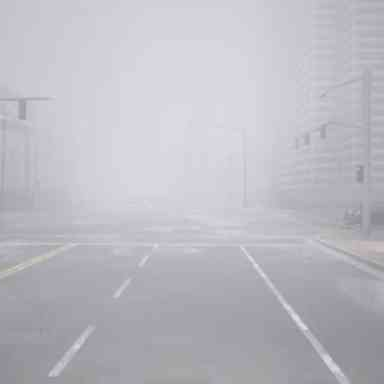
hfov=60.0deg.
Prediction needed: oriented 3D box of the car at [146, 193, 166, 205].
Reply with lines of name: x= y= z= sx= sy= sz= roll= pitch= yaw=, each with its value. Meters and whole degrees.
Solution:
car: x=-5.922 y=1.408 z=55.148 sx=1.812 sy=1.442 sz=4.674 roll=0 pitch=0 yaw=2

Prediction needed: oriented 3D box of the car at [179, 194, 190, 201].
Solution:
car: x=-1.936 y=1.374 z=75.294 sx=2.128 sy=1.511 sz=4.902 roll=0 pitch=0 yaw=1

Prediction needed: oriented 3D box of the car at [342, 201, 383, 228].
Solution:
car: x=12.114 y=1.347 z=21.096 sx=4.553 sy=1.767 sz=2.097 roll=0 pitch=0 yaw=-1

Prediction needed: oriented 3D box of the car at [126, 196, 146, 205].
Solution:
car: x=-9.420 y=1.421 z=54.946 sx=2.033 sy=1.411 sz=5.357 roll=0 pitch=0 yaw=2

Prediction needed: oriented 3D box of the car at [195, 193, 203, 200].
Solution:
car: x=1.780 y=1.033 z=85.471 sx=2.097 sy=1.767 sz=4.553 roll=0 pitch=0 yaw=1

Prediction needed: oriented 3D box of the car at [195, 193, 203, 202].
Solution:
car: x=1.563 y=1.398 z=75.220 sx=2.033 sy=1.411 sz=5.357 roll=0 pitch=0 yaw=1

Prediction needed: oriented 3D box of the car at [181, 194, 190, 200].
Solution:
car: x=-1.719 y=1.193 z=85.575 sx=2.128 sy=1.511 sz=4.902 roll=0 pitch=0 yaw=1

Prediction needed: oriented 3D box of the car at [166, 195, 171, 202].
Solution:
car: x=-5.535 y=1.356 z=70.635 sx=1.837 sy=1.490 sz=4.892 roll=0 pitch=0 yaw=1
